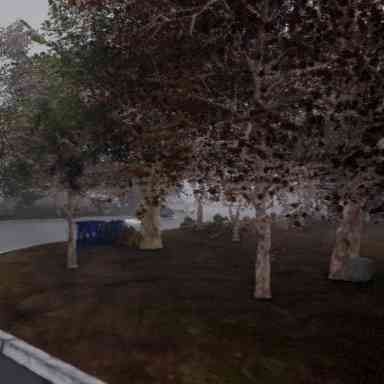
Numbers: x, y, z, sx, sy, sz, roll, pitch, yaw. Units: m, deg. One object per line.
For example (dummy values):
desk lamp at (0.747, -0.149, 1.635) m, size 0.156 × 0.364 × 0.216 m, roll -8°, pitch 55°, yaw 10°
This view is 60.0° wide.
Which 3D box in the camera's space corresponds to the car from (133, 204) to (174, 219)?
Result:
car at (-3.534, 1.820, 31.019) m, size 1.994 × 1.385 × 4.181 m, roll 4°, pitch 1°, yaw 35°
